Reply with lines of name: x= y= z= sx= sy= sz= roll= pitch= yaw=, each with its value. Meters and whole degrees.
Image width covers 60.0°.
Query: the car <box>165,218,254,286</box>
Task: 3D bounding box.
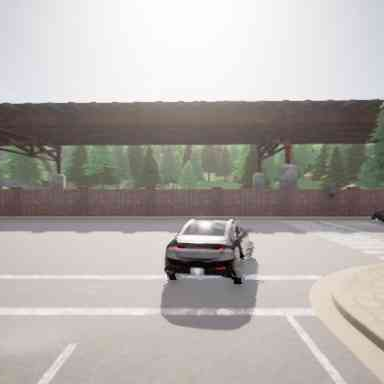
car: x=0.656 y=1.486 z=9.533 sx=2.128 sy=1.511 sz=4.902 roll=0 pitch=0 yaw=13

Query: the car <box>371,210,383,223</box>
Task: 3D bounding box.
car: x=15.632 y=1.532 z=23.349 sx=5.357 sy=1.411 sz=2.033 roll=0 pitch=0 yaw=1
